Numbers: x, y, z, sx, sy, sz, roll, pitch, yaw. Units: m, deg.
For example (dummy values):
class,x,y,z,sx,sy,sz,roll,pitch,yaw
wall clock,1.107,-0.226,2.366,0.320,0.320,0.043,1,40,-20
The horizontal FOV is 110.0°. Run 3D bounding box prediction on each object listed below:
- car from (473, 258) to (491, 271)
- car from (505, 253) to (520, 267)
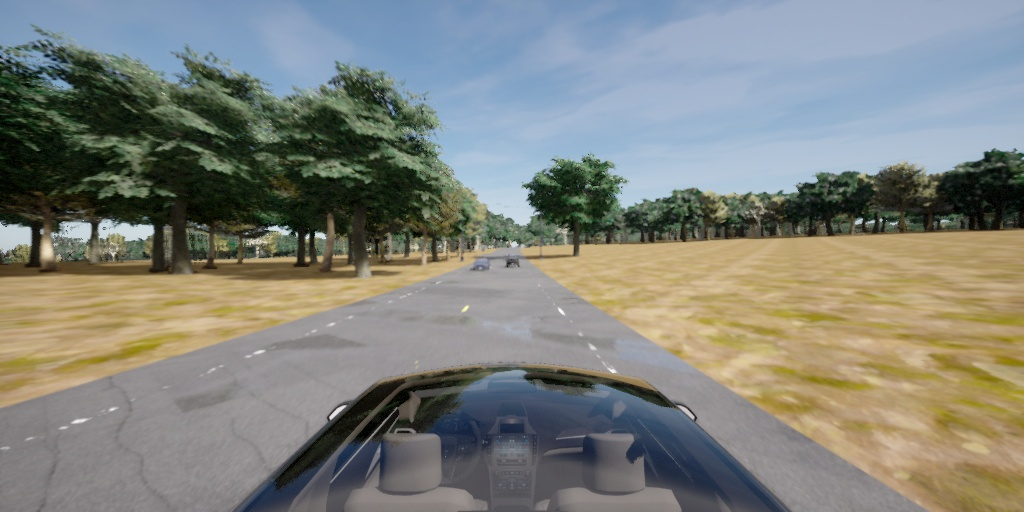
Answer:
class,x,y,z,sx,sy,sz,roll,pitch,yaw
car,-3.489,0.932,42.476,2.033,1.411,5.357,0,1,0
car,0.114,0.716,50.368,1.837,1.490,4.892,0,1,0
